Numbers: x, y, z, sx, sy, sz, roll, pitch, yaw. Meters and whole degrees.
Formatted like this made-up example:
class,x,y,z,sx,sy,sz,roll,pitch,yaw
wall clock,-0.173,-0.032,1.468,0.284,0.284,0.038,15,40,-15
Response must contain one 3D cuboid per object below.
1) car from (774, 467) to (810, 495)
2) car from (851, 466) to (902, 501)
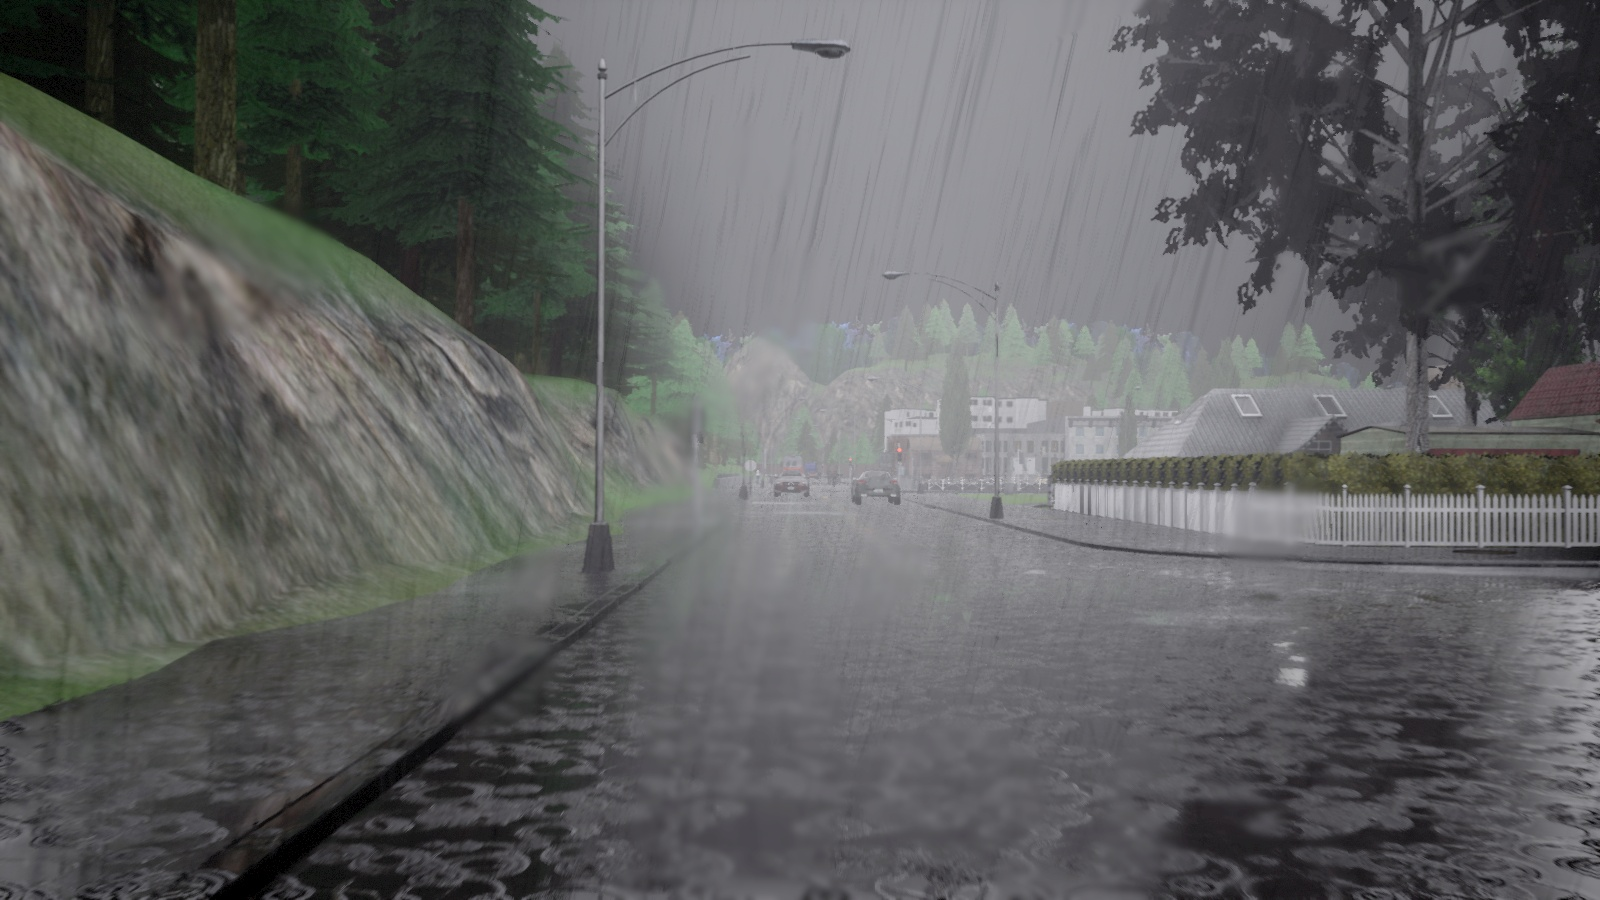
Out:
class,x,y,z,sx,sy,sz,roll,pitch,yaw
car,-0.457,1.904,78.218,2.152,1.651,5.027,0,-1,1
car,3.666,1.599,60.925,2.152,1.651,5.027,0,-1,0
